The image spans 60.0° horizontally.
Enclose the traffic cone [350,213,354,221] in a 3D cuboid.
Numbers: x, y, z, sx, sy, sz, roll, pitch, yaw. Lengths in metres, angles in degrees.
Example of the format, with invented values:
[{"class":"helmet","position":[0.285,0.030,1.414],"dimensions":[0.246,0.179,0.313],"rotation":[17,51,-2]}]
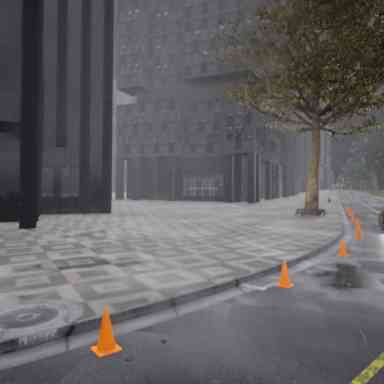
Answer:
[{"class":"traffic cone","position":[11.732,1.796,24.218],"dimensions":[0.340,0.580,0.340],"rotation":[0,1,23]}]

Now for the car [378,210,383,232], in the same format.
[{"class":"car","position":[11.647,1.458,18.580],"dimensions":[1.994,1.385,4.181],"rotation":[0,1,25]}]

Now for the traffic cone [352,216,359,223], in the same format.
[{"class":"traffic cone","position":[9.761,1.835,19.623],"dimensions":[0.340,0.580,0.340],"rotation":[0,1,23]}]

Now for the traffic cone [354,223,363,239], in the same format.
[{"class":"traffic cone","position":[7.720,1.870,15.371],"dimensions":[0.340,0.580,0.340],"rotation":[0,1,29]}]

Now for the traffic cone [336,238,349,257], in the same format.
[{"class":"traffic cone","position":[5.197,1.898,11.457],"dimensions":[0.340,0.580,0.340],"rotation":[0,0,36]}]

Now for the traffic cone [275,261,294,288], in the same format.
[{"class":"traffic cone","position":[2.201,1.924,7.892],"dimensions":[0.340,0.580,0.340],"rotation":[0,0,44]}]

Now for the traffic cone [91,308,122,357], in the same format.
[{"class":"traffic cone","position":[-1.219,1.949,4.732],"dimensions":[0.340,0.580,0.340],"rotation":[0,0,-39]}]
